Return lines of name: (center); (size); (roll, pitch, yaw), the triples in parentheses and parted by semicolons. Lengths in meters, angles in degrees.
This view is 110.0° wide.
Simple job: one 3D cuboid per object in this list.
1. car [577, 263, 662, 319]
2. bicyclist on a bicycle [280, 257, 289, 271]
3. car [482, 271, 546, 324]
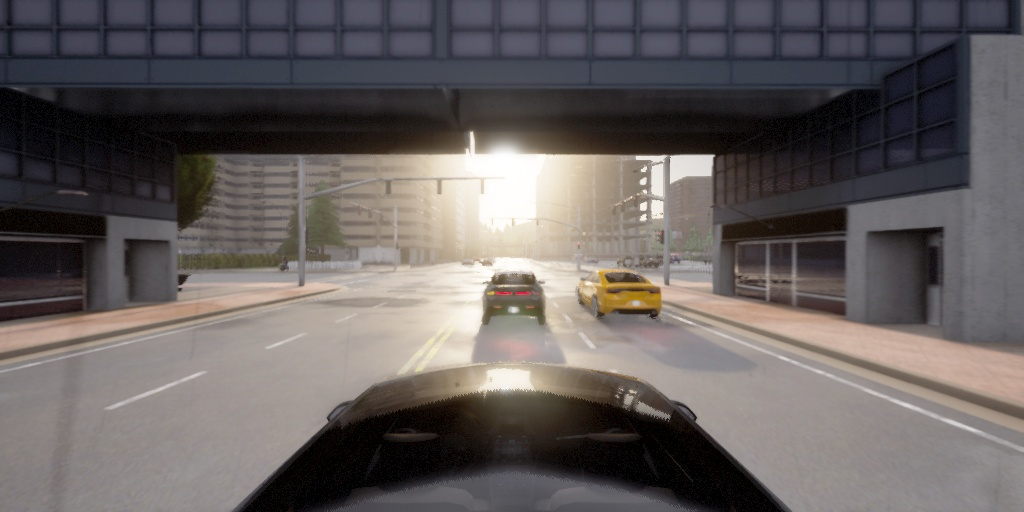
car: (3.572, 1.190, 12.739); (1.882, 1.535, 5.008); (0, 0, 0)
bicyclist on a bicycle: (-25.999, 0.917, 41.063); (0.582, 1.620, 1.656); (0, 0, 0)
car: (0.066, 1.216, 11.810); (1.837, 1.490, 4.892); (0, -1, 0)
